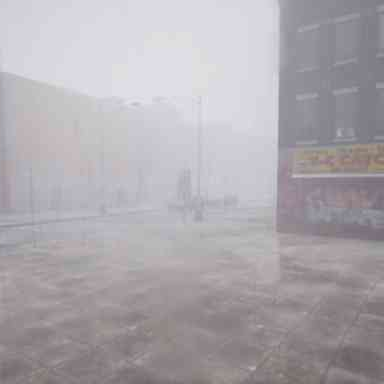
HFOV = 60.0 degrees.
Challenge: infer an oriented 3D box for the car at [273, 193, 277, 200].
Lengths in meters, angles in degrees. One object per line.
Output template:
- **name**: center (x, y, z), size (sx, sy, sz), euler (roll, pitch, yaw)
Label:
- **car**: center (12.641, 0.447, 46.175), size (1.802, 1.307, 4.206), euler (3, 3, 36)

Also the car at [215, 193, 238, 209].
- **car**: center (2.958, 0.797, 32.700), size (1.887, 1.381, 4.507), euler (3, 3, 36)

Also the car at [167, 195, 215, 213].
- **car**: center (-0.270, 0.948, 28.210), size (1.947, 1.339, 4.313), euler (3, 3, 36)
